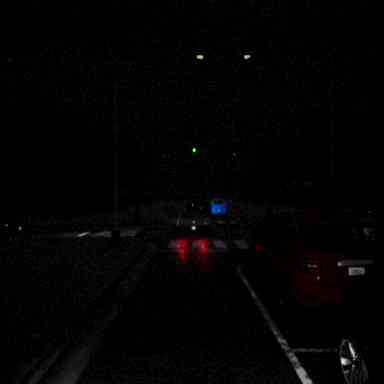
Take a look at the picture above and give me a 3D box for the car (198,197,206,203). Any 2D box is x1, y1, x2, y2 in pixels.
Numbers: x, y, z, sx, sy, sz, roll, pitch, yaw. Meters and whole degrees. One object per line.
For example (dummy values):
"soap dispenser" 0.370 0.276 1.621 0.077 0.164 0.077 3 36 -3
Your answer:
"car" 2.624 2.160 88.111 2.008 1.369 4.403 -1 -1 0

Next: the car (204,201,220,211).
"car" 2.627 1.854 44.860 1.802 1.307 4.206 -1 0 0

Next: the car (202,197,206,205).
"car" 2.623 1.550 39.455 2.192 1.841 5.009 -1 0 0

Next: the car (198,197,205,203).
"car" 2.624 2.202 93.517 1.887 1.381 4.507 -1 -1 0

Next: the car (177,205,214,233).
"car" 0.100 1.717 20.559 1.895 1.301 4.718 0 0 0

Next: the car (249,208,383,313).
"car" 2.625 1.357 7.688 2.192 1.841 5.009 -1 0 0

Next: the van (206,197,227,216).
"van" 2.624 1.541 34.049 1.690 1.788 3.998 -1 0 0

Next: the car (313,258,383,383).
"car" 2.628 1.579 2.284 1.947 1.339 4.313 -1 0 0

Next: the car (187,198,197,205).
"car" -0.002 2.020 74.592 2.128 1.511 4.902 0 0 0

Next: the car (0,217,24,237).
"car" -12.463 1.917 19.424 4.902 1.511 2.128 -2 0 1

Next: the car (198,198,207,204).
"car" 2.624 2.128 82.704 1.947 1.339 4.313 -1 0 0

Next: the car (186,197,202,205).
"car" 0.100 1.868 49.515 1.994 1.385 4.181 0 0 0

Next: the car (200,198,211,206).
"car" 2.625 1.975 66.486 1.887 1.381 4.507 -1 0 0

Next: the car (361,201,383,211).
"car" 13.569 1.235 22.388 4.892 1.490 1.837 -1 0 0
